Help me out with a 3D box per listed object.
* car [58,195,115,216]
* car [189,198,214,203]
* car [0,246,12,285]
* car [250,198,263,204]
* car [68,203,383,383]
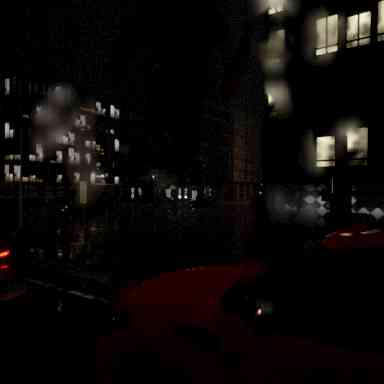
[{"bbox_3d":[-10.035,1.290,32.264,2.150,2.045,5.566,1,0,37],"label":"car"},{"bbox_3d":[1.279,1.648,47.454,2.128,1.511,4.902,1,0,37],"label":"car"},{"bbox_3d":[-6.162,1.520,8.064,4.674,1.442,1.812,0,0,35],"label":"car"},{"bbox_3d":[11.586,1.788,55.978,2.033,1.411,5.357,1,0,37],"label":"car"},{"bbox_3d":[1.739,1.222,2.445,5.566,2.045,2.150,0,0,35],"label":"car"}]
